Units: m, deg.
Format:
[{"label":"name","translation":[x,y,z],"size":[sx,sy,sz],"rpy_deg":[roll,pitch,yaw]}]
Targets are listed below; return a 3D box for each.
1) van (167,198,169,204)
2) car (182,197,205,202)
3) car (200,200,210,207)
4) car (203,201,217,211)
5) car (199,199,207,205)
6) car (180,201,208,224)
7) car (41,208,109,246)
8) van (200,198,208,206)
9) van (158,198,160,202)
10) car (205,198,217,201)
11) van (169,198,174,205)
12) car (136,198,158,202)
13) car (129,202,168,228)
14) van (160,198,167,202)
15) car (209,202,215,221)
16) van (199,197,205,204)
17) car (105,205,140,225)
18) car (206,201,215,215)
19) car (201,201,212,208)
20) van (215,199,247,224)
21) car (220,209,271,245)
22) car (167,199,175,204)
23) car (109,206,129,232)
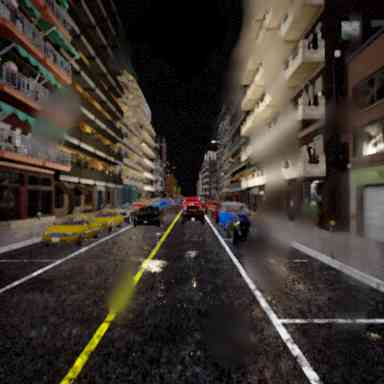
[{"label":"van","translation":[-5.706,2.026,61.761],"size":[1.690,1.788,3.998],"rpy_deg":[0,-1,0]},{"label":"car","translation":[0.052,1.642,38.626],"size":[2.150,2.045,5.566],"rpy_deg":[0,0,0]},{"label":"car","translation":[2.671,2.335,67.424],"size":[1.802,1.307,4.206],"rpy_deg":[0,-1,0]},{"label":"car","translation":[2.678,2.097,50.440],"size":[1.887,1.381,4.507],"rpy_deg":[0,-1,0]},{"label":"car","translation":[2.666,2.503,84.411],"size":[1.887,1.381,4.507],"rpy_deg":[0,-1,0]},{"label":"car","translation":[0.076,1.800,27.321],"size":[1.837,1.490,4.892],"rpy_deg":[0,0,0]},{"label":"car","translation":[-5.690,1.699,16.296],"size":[1.752,1.417,4.829],"rpy_deg":[0,-1,0]},{"label":"van","translation":[2.671,2.162,73.089],"size":[1.690,1.788,3.998],"rpy_deg":[0,-1,0]},{"label":"van","translation":[-5.699,1.828,44.777],"size":[1.690,1.788,3.998],"rpy_deg":[0,-1,0]},{"label":"car","translation":[2.681,1.803,44.780],"size":[2.192,1.841,5.009],"rpy_deg":[0,-1,0]},{"label":"van","translation":[-5.712,2.229,78.747],"size":[1.690,1.788,3.998],"rpy_deg":[0,-1,0]},{"label":"car","translation":[-5.696,1.738,39.115],"size":[2.192,1.841,5.009],"rpy_deg":[0,-1,0]},{"label":"car","translation":[-3.097,1.741,24.576],"size":[1.882,1.535,5.008],"rpy_deg":[0,-1,0]},{"label":"van","translation":[-5.703,1.959,56.100],"size":[1.690,1.788,3.998],"rpy_deg":[0,-1,0]},{"label":"car","translation":[2.686,1.844,27.793],"size":[1.887,1.381,4.507],"rpy_deg":[0,-1,0]},{"label":"van","translation":[2.664,2.370,90.075],"size":[1.690,1.788,3.998],"rpy_deg":[0,-1,0]},{"label":"car","translation":[-5.694,1.849,27.790],"size":[2.008,1.369,4.403],"rpy_deg":[0,-1,0]},{"label":"car","translation":[2.684,1.927,33.454],"size":[1.947,1.339,4.313],"rpy_deg":[0,-1,0]},{"label":"car","translation":[2.673,2.268,61.762],"size":[1.802,1.307,4.206],"rpy_deg":[0,-1,0]},{"label":"van","translation":[2.689,1.579,22.133],"size":[1.690,1.788,3.998],"rpy_deg":[0,-1,0]},{"label":"car","translation":[2.690,1.743,16.468],"size":[1.947,1.339,4.313],"rpy_deg":[0,-1,0]},{"label":"car","translation":[-5.717,2.572,90.069],"size":[1.887,1.381,4.507],"rpy_deg":[0,-1,0]},{"label":"car","translation":[-5.692,1.760,21.958],"size":[1.752,1.417,4.829],"rpy_deg":[0,-1,0]}]
